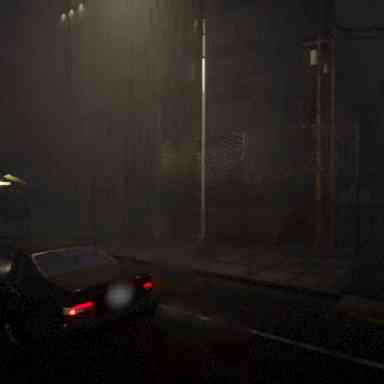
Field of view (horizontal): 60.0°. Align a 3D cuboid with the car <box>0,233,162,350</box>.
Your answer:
[{"bbox_3d":[-3.062,1.511,6.179,5.357,1.411,2.033,0,0,36],"label":"car"}]
